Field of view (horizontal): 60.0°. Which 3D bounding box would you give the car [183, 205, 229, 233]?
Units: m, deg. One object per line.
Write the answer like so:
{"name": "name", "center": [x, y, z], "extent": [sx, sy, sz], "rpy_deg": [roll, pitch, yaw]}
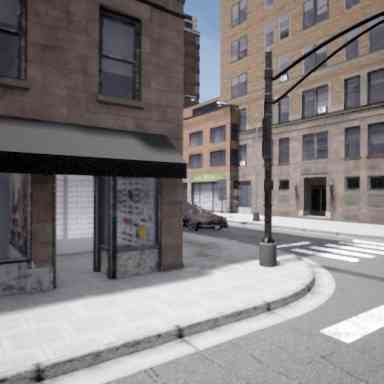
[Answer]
{"name": "car", "center": [-0.213, 1.448, 19.461], "extent": [2.033, 1.411, 5.357], "rpy_deg": [0, 0, -36]}
